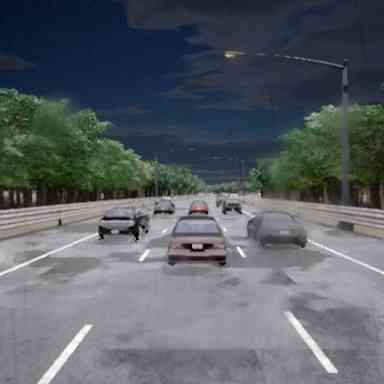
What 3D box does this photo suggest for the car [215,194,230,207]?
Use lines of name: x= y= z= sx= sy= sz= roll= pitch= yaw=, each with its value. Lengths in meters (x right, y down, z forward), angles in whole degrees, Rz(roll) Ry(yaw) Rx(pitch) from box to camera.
car: x=4.938 y=1.450 z=53.073 sx=2.097 sy=1.767 sz=4.553 roll=0 pitch=0 yaw=3

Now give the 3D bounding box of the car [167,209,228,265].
car: x=0.180 y=1.540 z=11.628 sx=2.033 sy=1.411 sz=5.357 roll=0 pitch=0 yaw=1

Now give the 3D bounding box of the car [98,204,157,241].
car: x=-3.242 y=1.483 z=16.623 sx=2.128 sy=1.511 sz=4.902 roll=0 pitch=0 yaw=1

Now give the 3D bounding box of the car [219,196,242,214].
car: x=4.142 y=1.527 z=35.246 sx=1.837 sy=1.490 sz=4.892 roll=0 pitch=0 yaw=2

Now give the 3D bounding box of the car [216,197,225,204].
car: x=6.049 y=1.729 z=70.878 sx=1.812 sy=1.442 sz=4.674 roll=0 pitch=0 yaw=4

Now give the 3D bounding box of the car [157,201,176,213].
car: x=-2.782 y=1.581 z=34.538 sx=1.994 sy=1.385 sz=4.181 roll=0 pitch=0 yaw=2

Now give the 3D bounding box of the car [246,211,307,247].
car: x=3.675 y=1.562 z=15.039 sx=1.994 sy=1.385 sz=4.181 roll=0 pitch=0 yaw=1

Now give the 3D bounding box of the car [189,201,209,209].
car: x=0.724 y=1.584 z=34.622 sx=1.994 sy=1.385 sz=4.181 roll=0 pitch=0 yaw=2

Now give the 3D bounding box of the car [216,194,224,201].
car: x=7.952 y=1.549 z=93.707 sx=2.150 sy=2.045 sz=5.566 roll=0 pitch=0 yaw=6
